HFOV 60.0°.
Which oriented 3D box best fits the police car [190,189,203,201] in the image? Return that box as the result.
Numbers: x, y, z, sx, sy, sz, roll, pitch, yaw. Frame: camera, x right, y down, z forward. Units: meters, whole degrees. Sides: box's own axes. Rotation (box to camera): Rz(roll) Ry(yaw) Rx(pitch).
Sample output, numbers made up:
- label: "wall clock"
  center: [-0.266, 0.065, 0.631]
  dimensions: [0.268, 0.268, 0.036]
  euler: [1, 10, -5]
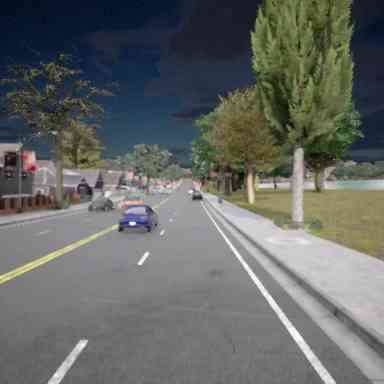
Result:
- label: "police car"
  center: [0.979, 0.776, 62.002]
  dimensions: [1.930, 1.638, 5.238]
  euler: [0, 1, 0]

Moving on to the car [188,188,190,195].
- label: "car"
  center: [0.005, -0.228, 95.248]
  dimensions: [2.150, 2.045, 5.566]
  euler: [0, 1, 0]

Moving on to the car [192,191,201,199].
- label: "car"
  center: [0.979, 0.616, 71.892]
  dimensions: [1.837, 1.490, 4.892]
  euler: [0, 1, 0]

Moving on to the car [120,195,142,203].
- label: "car"
  center: [-6.589, 1.208, 36.044]
  dimensions: [2.097, 1.767, 4.553]
  euler: [0, 1, 0]

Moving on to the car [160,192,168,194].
- label: "car"
  center: [-6.495, 0.316, 78.349]
  dimensions: [1.994, 1.385, 4.181]
  euler: [0, 1, 0]

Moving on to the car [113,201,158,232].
- label: "car"
  center: [-3.146, 1.502, 19.906]
  dimensions: [1.812, 1.442, 4.674]
  euler: [0, 0, 0]

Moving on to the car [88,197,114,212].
- label: "car"
  center: [-9.839, 1.361, 36.214]
  dimensions: [1.837, 1.490, 4.892]
  euler: [0, 0, 0]

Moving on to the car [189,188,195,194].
- label: "car"
  center: [0.979, 0.330, 77.858]
  dimensions: [2.097, 1.767, 4.553]
  euler: [0, 1, 0]
